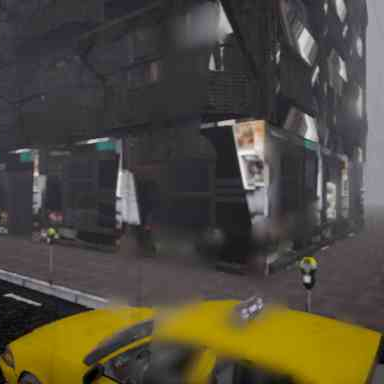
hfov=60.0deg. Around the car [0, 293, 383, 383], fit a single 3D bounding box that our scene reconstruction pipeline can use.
[{"bbox_3d":[0.219,1.523,2.720,4.829,1.417,1.752,0,0,36],"label":"car"}]
